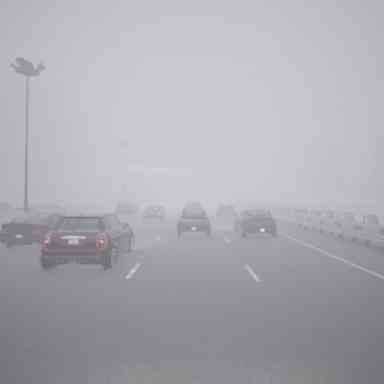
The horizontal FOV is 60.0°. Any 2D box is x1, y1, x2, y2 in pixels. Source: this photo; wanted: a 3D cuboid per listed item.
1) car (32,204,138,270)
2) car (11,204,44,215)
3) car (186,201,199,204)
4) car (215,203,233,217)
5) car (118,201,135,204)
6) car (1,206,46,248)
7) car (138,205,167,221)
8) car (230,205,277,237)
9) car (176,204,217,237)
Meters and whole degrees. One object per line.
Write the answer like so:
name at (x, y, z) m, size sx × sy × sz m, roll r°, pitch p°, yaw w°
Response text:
car at (-3.403, 1.478, 11.683) m, size 2.097 × 1.767 × 4.553 m, roll 0°, pitch -1°, yaw 0°
car at (-21.095, 2.180, 42.955) m, size 1.895 × 1.301 × 4.718 m, roll 0°, pitch -1°, yaw 0°
car at (0.093, 1.784, 35.758) m, size 2.097 × 1.767 × 4.553 m, roll 0°, pitch -1°, yaw 0°
car at (3.594, 1.928, 35.993) m, size 2.128 × 1.511 × 4.902 m, roll 0°, pitch -1°, yaw 0°
car at (-6.906, 1.784, 35.754) m, size 2.097 × 1.767 × 4.553 m, roll 0°, pitch -1°, yaw 0°
car at (-6.903, 1.647, 15.742) m, size 1.882 × 1.535 × 5.008 m, roll 0°, pitch -1°, yaw 0°
car at (-3.405, 1.895, 30.677) m, size 2.033 × 1.411 × 5.357 m, roll 0°, pitch -1°, yaw 0°
car at (3.597, 1.714, 19.410) m, size 1.837 × 1.490 × 4.892 m, roll 0°, pitch -1°, yaw 0°
car at (0.097, 1.703, 19.695) m, size 2.128 × 1.511 × 4.902 m, roll 0°, pitch -1°, yaw 0°
